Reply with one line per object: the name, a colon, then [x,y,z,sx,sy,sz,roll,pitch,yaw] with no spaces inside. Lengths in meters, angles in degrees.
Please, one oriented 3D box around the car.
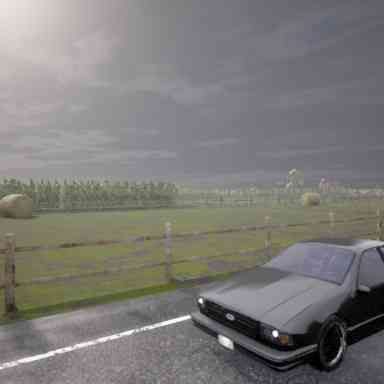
car: [2.601,1.547,5.844,5.357,1.411,2.033,0,0,-36]
